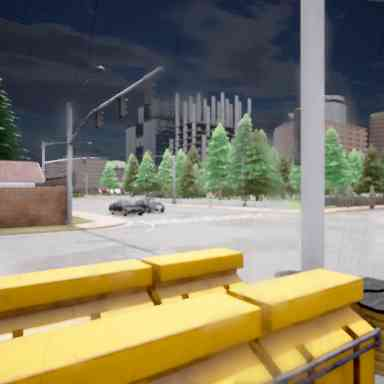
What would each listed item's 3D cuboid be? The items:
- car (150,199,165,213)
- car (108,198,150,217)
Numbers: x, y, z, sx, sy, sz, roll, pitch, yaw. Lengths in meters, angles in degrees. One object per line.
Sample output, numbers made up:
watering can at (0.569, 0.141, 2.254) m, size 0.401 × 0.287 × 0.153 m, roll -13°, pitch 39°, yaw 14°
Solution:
car at (-4.624, 1.452, 35.511) m, size 2.128 × 1.511 × 4.902 m, roll 0°, pitch 0°, yaw -33°
car at (-6.348, 1.516, 31.768) m, size 2.033 × 1.411 × 5.357 m, roll 0°, pitch 0°, yaw -33°
